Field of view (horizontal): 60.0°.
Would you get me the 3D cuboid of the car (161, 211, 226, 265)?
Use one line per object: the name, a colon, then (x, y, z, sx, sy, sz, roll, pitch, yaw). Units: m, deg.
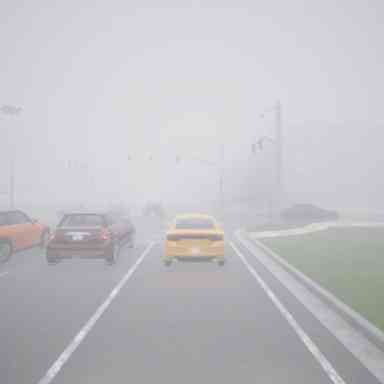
car: (0.094, 1.517, 11.858, 1.882, 1.535, 5.008, 0, 0, 0)

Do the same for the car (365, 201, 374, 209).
car: (27.776, 1.683, 48.631, 4.674, 1.442, 1.812, 0, 0, 0)

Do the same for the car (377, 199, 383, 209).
car: (26.549, 1.626, 41.639, 4.902, 1.511, 2.128, 0, 0, 0)

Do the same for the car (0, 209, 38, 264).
car: (-6.909, 1.392, 12.076, 2.097, 1.767, 4.553, 0, 0, 0)

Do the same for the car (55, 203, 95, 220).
car: (-10.404, 1.699, 29.993, 1.895, 1.301, 4.718, 0, 0, 0)

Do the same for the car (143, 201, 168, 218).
car: (-3.404, 1.606, 31.026, 1.837, 1.490, 4.892, 0, 0, 0)

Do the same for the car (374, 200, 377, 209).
car: (28.125, 1.623, 45.143, 5.008, 1.535, 1.882, 0, 0, 0)

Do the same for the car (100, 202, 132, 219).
car: (-6.905, 1.664, 30.759, 1.994, 1.385, 4.181, 0, 0, 0)

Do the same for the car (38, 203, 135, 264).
car: (-3.409, 1.392, 12.069, 2.097, 1.767, 4.553, 0, 0, 0)

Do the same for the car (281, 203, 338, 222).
car: (9.172, 1.611, 26.409, 4.674, 1.442, 1.812, 0, -1, -5)
